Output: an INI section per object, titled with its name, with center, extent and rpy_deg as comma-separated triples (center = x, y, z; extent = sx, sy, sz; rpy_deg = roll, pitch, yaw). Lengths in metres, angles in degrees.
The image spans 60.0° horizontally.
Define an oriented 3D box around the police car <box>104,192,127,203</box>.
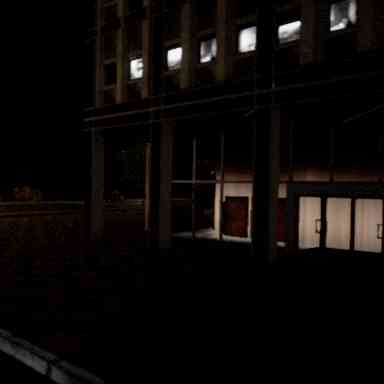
[police car]
center = -13.263, 0.913, 55.672
extent = 1.930, 1.638, 5.238
rpy_deg = 2, 1, 38
